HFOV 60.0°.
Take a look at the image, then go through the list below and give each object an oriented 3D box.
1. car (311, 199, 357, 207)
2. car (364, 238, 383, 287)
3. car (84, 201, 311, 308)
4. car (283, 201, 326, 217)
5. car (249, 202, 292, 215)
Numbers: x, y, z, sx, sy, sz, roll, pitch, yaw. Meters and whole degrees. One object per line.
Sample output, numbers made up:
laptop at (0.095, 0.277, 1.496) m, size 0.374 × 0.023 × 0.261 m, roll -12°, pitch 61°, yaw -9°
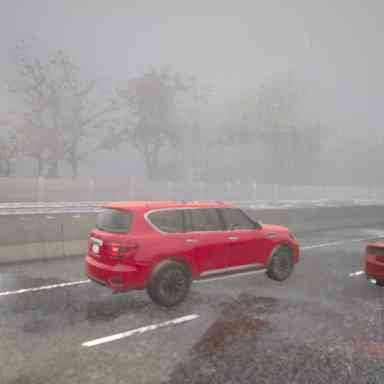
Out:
car at (13.442, 1.481, 30.764) m, size 4.553 × 1.767 × 2.097 m, roll 0°, pitch 0°, yaw -35°
car at (6.227, 1.515, 8.185) m, size 5.008 × 1.535 × 1.882 m, roll 0°, pitch 0°, yaw -35°
car at (0.247, 1.240, 8.224) m, size 5.566 × 2.045 × 2.150 m, roll 0°, pitch 0°, yaw -35°
car at (11.363, 1.692, 33.579) m, size 4.181 × 1.385 × 1.994 m, roll 0°, pitch 0°, yaw -35°
car at (8.486, 1.724, 35.829) m, size 4.718 × 1.301 × 1.895 m, roll 0°, pitch 0°, yaw -35°
